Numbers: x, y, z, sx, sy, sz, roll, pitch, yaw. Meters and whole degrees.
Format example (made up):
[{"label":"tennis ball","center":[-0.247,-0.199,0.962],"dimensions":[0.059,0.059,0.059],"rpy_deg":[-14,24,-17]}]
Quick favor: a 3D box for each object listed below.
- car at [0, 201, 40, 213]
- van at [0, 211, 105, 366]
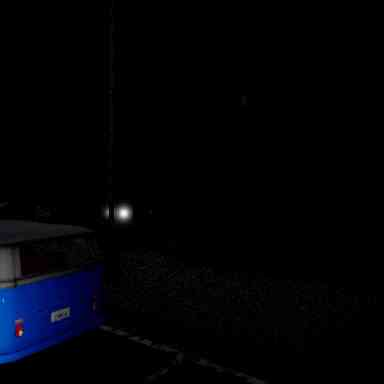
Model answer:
[{"label":"car","center":[-15.406,1.517,28.504],"dimensions":[1.812,1.442,4.674],"rpy_deg":[0,0,33]},{"label":"van","center":[-3.196,1.341,5.357],"dimensions":[3.998,1.788,1.690],"rpy_deg":[0,0,36]}]
